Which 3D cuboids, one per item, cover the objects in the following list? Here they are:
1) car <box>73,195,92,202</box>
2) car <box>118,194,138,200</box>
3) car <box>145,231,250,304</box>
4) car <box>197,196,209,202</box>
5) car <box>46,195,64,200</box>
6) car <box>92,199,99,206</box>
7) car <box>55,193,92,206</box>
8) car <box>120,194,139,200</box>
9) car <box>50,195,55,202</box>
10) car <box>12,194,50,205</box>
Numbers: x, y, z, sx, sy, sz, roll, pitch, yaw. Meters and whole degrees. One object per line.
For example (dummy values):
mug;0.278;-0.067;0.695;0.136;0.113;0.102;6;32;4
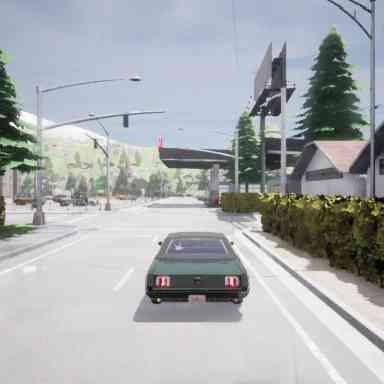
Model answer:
car;-24.004;1.319;72.971;3.633;1.501;1.845;0;0;0
car;-16.394;1.330;84.859;5.027;1.636;2.152;0;0;0
car;0.099;1.601;8.088;1.895;1.301;4.718;0;0;0
car;2.573;1.540;76.567;2.033;1.411;5.357;0;0;-14
car;-35.060;1.384;84.905;3.806;1.475;1.970;0;0;0
car;-16.158;1.361;50.602;3.806;1.475;1.970;0;0;0
car;-16.751;1.077;47.274;3.866;1.878;1.905;0;0;0
car;-16.463;1.339;87.995;4.514;1.523;2.007;0;0;0
car;-23.992;1.298;62.979;4.514;1.523;2.007;0;0;0
car;-24.637;1.097;50.518;4.605;1.855;1.932;0;0;0
